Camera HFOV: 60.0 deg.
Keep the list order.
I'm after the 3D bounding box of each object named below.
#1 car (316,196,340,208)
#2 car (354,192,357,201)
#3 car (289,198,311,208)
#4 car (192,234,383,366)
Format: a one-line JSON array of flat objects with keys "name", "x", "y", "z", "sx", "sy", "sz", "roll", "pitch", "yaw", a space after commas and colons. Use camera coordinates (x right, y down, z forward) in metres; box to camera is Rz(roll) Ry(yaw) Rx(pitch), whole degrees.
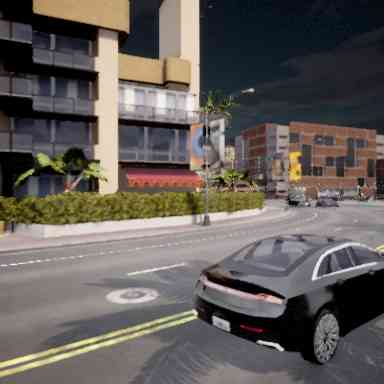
[{"name": "car", "x": 19.720, "y": 1.647, "z": 48.448, "sx": 1.994, "sy": 1.385, "sz": 4.181, "roll": 0, "pitch": 0, "yaw": -3}, {"name": "car", "x": 42.539, "y": 1.522, "z": 85.632, "sx": 1.816, "sy": 1.474, "sz": 4.193, "roll": 0, "pitch": 0, "yaw": -24}, {"name": "car", "x": 16.163, "y": 1.591, "z": 49.909, "sx": 2.128, "sy": 1.511, "sz": 4.902, "roll": 0, "pitch": 0, "yaw": -6}, {"name": "car", "x": 2.240, "y": 1.504, "z": 5.900, "sx": 4.902, "sy": 1.511, "sz": 2.128, "roll": 0, "pitch": 0, "yaw": -40}]
